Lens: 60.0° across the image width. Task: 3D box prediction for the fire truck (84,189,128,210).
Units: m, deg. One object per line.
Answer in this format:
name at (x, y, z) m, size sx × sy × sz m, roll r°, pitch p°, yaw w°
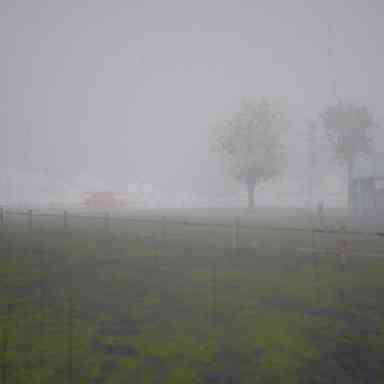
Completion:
fire truck at (-16.236, 1.432, 63.199) m, size 2.891 × 3.827 × 8.468 m, roll -2°, pitch -2°, yaw 36°
